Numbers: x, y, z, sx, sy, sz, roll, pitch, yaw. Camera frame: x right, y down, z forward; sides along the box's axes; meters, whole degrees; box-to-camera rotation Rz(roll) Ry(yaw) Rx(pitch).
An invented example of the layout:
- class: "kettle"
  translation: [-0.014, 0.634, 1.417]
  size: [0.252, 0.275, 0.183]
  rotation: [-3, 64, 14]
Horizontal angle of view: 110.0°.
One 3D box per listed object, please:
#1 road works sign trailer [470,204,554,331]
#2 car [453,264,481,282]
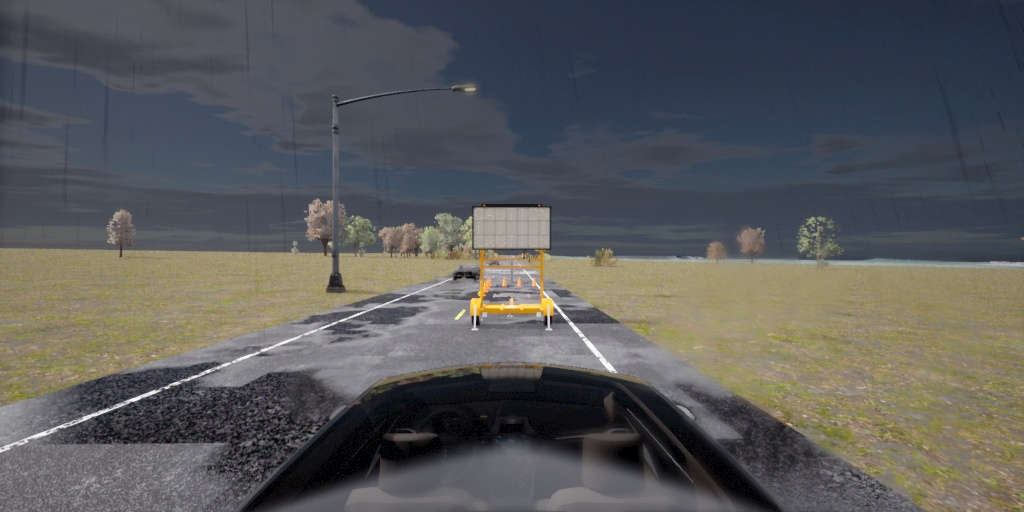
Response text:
- class: "road works sign trailer"
  translation: [-0.005, 0.214, 11.033]
  size: [2.380, 3.560, 2.880]
  rotation: [0, 0, 0]
- class: "car"
  translation: [-3.615, 1.352, 29.233]
  size: [1.895, 1.301, 4.718]
  rotation: [0, 0, 0]
